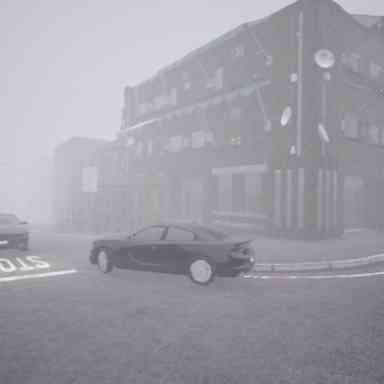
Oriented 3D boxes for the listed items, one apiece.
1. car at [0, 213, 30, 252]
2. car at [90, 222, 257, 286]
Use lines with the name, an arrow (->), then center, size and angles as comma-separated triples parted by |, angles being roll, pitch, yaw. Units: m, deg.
car -> -8.143, 1.615, 13.848 | 1.882, 1.535, 5.008 | 2, -3, -36
car -> -0.669, 1.603, 9.690 | 5.008, 1.535, 1.882 | 0, -2, 25
